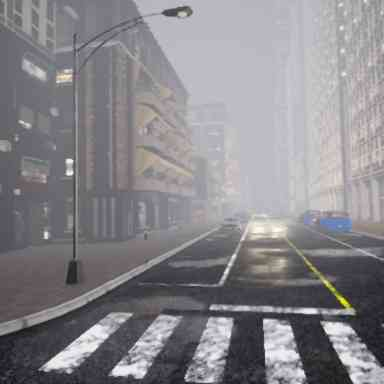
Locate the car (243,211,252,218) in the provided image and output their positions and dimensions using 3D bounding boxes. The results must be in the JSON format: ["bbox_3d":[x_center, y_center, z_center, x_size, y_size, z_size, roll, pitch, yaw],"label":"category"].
[{"bbox_3d":[12.198,4.981,73.065,1.947,1.339,4.313,-2,-3,11],"label":"car"}]

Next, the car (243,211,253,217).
[{"bbox_3d":[13.296,5.226,78.600,2.008,1.369,4.403,-2,-3,11],"label":"car"}]

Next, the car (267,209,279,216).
[{"bbox_3d":[19.615,5.275,81.224,1.895,1.301,4.718,-2,-3,11],"label":"car"}]

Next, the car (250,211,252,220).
[{"bbox_3d":[7.808,3.962,50.925,1.802,1.307,4.206,-2,-3,11],"label":"car"}]

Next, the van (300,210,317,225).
[{"bbox_3d":[13.828,2.967,38.248,1.690,1.788,3.998,-2,-3,11],"label":"van"}]

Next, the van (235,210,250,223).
[{"bbox_3d":[6.706,3.464,45.402,1.690,1.788,3.998,-2,-3,11],"label":"van"}]

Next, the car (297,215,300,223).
[{"bbox_3d":[14.929,3.449,43.772,1.947,1.339,4.313,-2,-3,11],"label":"car"}]

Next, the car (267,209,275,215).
[{"bbox_3d":[21.549,5.481,91.009,1.837,1.490,4.892,-2,-3,11],"label":"car"}]

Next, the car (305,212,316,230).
[{"bbox_3d":[12.734,2.919,32.702,2.008,1.369,4.403,-2,-3,11],"label":"car"}]

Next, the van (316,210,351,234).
[{"bbox_3d":[11.633,2.454,27.178,1.690,1.788,3.998,-2,-3,11],"label":"van"}]

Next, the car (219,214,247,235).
[{"bbox_3d":[3.418,2.903,28.787,2.008,1.369,4.403,-2,-3,11],"label":"car"}]

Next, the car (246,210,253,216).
[{"bbox_3d":[15.457,5.714,89.505,1.752,1.417,4.829,-2,-3,11],"label":"car"}]

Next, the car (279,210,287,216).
[{"bbox_3d":[22.612,5.278,82.515,1.802,1.307,4.206,-2,-3,11],"label":"car"}]
